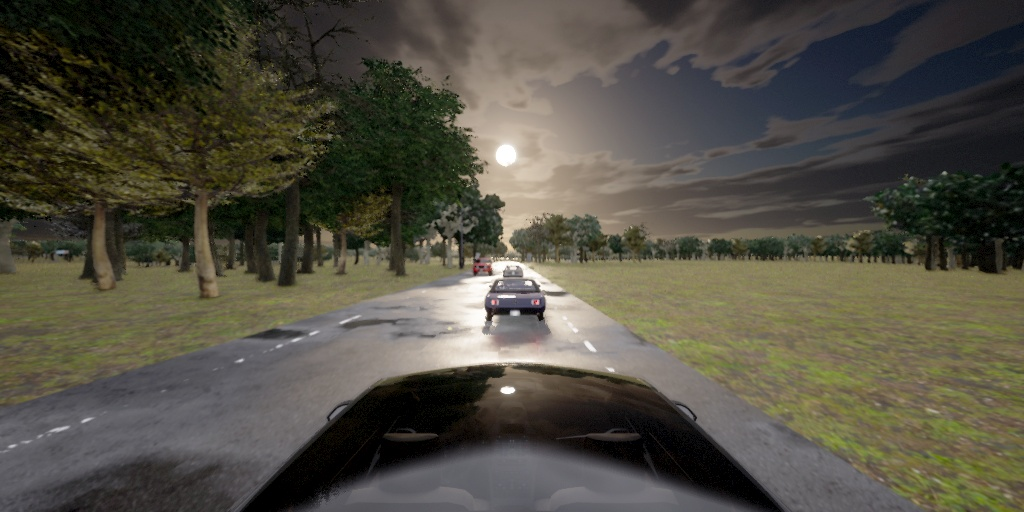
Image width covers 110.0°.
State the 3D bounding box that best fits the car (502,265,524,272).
[{"bbox_3d":[0.102,1.492,31.942,2.033,1.411,5.357,0,0,0],"label":"car"}]

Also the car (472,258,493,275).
[{"bbox_3d":[-3.498,1.243,43.725,2.150,2.045,5.566,0,-1,0],"label":"car"}]

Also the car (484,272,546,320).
[{"bbox_3d":[0.099,1.423,12.884,1.895,1.301,4.718,0,0,0],"label":"car"}]
